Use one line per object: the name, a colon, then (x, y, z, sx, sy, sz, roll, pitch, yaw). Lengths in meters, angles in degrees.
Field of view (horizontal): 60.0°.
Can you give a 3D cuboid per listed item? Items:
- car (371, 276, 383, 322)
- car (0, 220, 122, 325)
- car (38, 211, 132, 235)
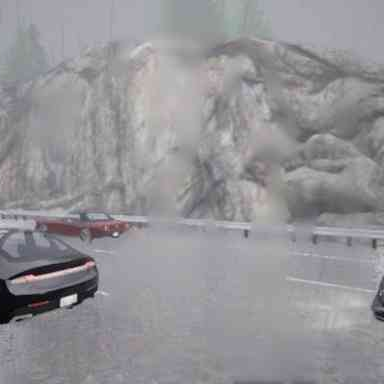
car: (5.443, 1.541, 4.348, 5.357, 1.411, 2.033, 0, 0, 36)
car: (-3.945, 1.460, 6.491, 4.902, 1.511, 2.128, 0, 0, 33)
car: (-5.199, 1.534, 15.566, 4.718, 1.301, 1.895, 0, 0, 31)
